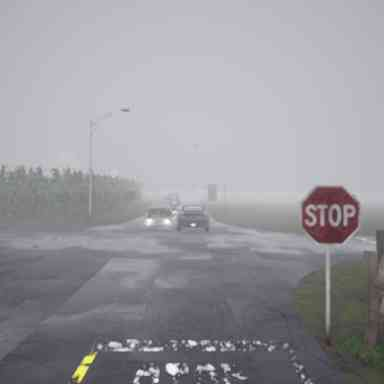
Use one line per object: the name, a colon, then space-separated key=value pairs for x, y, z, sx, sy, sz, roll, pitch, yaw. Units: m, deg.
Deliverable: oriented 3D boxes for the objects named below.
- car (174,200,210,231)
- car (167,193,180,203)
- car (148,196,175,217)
car: x=0.065 y=1.511 z=20.828 sx=1.837 sy=1.490 sz=4.892 roll=1 pitch=1 yaw=0
car: x=-2.948 y=1.323 z=41.485 sx=2.097 sy=1.767 sz=4.553 roll=0 pitch=0 yaw=0
car: x=-2.928 y=1.455 z=31.200 sx=1.882 sy=1.535 sz=5.008 roll=0 pitch=0 yaw=0
